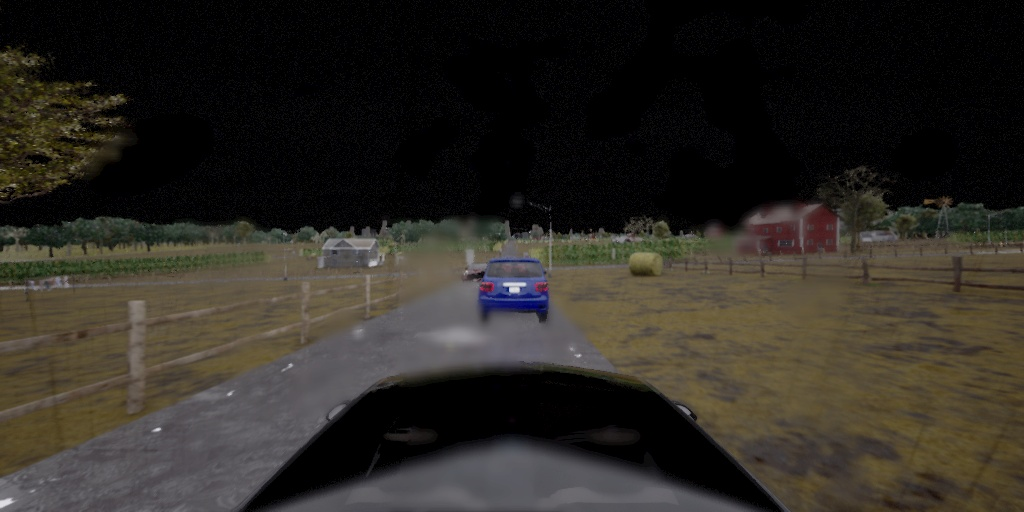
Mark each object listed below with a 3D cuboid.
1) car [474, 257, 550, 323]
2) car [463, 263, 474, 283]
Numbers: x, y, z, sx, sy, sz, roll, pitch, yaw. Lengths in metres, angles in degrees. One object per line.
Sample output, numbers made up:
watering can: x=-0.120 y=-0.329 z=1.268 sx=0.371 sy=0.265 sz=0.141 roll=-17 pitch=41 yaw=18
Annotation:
car: x=0.085 y=1.070 z=12.788 sx=2.150 sy=2.045 sz=5.566 roll=0 pitch=0 yaw=0
car: x=-2.837 y=1.343 z=30.315 sx=2.097 sy=1.767 sz=4.553 roll=0 pitch=0 yaw=0
